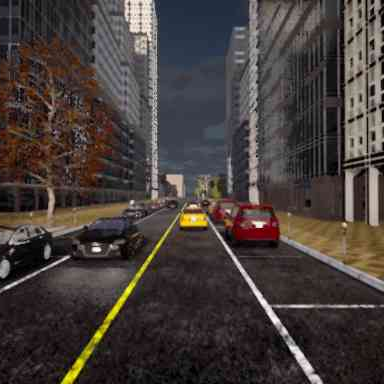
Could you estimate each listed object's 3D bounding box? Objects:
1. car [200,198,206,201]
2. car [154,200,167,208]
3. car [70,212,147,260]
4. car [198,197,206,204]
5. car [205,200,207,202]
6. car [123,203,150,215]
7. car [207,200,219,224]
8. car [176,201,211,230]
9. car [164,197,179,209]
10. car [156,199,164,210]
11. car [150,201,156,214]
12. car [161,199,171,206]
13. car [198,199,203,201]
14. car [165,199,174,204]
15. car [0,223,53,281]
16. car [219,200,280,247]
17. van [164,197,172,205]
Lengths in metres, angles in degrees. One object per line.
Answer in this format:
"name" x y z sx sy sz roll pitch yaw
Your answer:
"car" 2.698 2.185 66.910 1.947 1.339 4.313 0 0 0
"car" -5.683 2.120 61.232 2.008 1.369 4.403 0 -1 0
"car" -3.100 1.689 12.761 1.994 1.385 4.181 0 -1 0
"car" 2.701 2.255 89.677 1.967 1.590 4.097 0 0 0
"car" 2.696 1.893 38.620 1.752 1.417 4.829 0 -1 0
"car" -5.685 1.865 32.771 2.008 1.369 4.403 0 -1 0
"car" 2.696 1.576 27.069 2.192 1.841 5.009 0 -1 0
"car" 0.102 1.678 23.034 1.801 1.575 5.366 0 -1 0
"car" -3.067 1.983 53.956 1.882 1.535 5.008 0 -1 0
"car" -5.683 2.051 49.846 1.802 1.307 4.206 0 -1 0
"car" -5.685 1.932 38.464 1.947 1.339 4.313 0 -1 0
"car" -5.682 2.214 72.616 1.887 1.381 4.507 0 0 0
"car" 0.103 1.956 41.233 1.994 1.385 4.181 0 0 0
"car" -5.681 2.349 84.000 1.802 1.307 4.206 0 0 0
"car" -5.687 1.649 10.003 2.008 1.369 4.403 0 -1 0
"car" 2.695 1.468 15.685 2.192 1.841 5.009 0 -1 0
"van" -5.680 2.060 78.310 1.690 1.788 3.998 0 0 0
